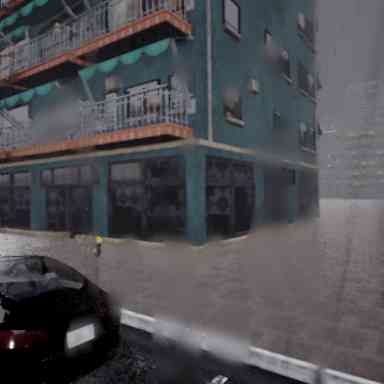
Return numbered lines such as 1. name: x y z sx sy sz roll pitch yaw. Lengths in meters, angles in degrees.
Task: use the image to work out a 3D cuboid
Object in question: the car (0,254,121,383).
1. car: -2.883 1.590 4.786 4.313 1.339 1.947 0 -1 35
